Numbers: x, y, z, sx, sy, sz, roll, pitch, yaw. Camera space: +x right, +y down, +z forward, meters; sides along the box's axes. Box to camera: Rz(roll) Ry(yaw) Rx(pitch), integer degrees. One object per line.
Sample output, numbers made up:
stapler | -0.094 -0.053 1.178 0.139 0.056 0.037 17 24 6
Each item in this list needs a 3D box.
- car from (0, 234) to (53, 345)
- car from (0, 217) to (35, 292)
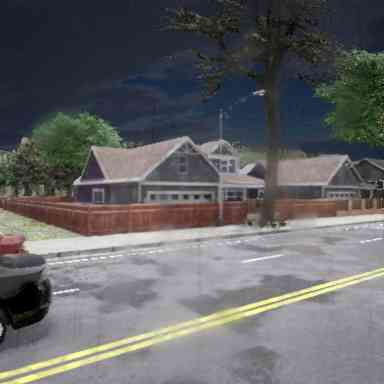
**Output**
car | -4.569 1.477 4.407 5.008 1.535 1.882 0 0 -35
car | -6.286 1.477 7.172 5.008 1.535 1.882 0 0 -35
